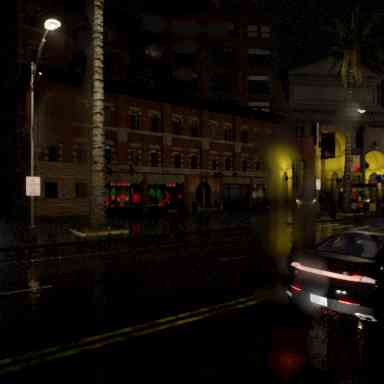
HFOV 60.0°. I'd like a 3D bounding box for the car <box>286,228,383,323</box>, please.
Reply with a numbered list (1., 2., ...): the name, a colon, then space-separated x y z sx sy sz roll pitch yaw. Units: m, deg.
1. car: 3.982 1.492 6.652 4.902 1.511 2.128 0 0 -35
